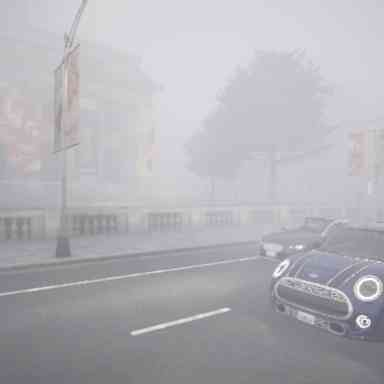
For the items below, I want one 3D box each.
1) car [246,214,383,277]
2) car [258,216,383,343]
[{"bbox_3d":[4.371,1.614,11.408,4.902,1.511,2.128,1,0,-35],"label":"car"},{"bbox_3d":[3.644,1.435,6.590,4.553,1.767,2.097,1,-1,-35],"label":"car"}]
